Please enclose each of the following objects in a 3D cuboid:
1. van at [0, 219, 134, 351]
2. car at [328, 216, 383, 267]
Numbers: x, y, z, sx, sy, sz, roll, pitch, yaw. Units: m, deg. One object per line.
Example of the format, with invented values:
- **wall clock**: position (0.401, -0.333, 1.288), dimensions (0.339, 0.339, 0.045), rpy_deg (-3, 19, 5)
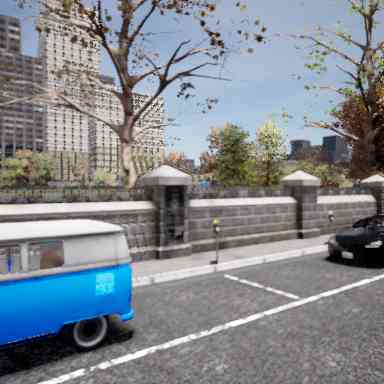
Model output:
- **van**: position (-2.792, 1.339, 4.569), dimensions (3.998, 1.788, 1.690), rpy_deg (-1, 0, -36)
- **car**: position (6.375, 1.484, 11.112), dimensions (4.313, 1.339, 1.947), rpy_deg (0, 0, -36)
